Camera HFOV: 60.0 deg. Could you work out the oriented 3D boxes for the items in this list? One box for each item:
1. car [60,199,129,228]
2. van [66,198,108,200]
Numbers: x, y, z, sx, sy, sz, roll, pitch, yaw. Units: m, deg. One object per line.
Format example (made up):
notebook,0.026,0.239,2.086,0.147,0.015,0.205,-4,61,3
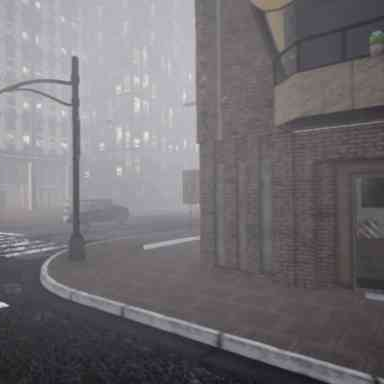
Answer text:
car,-6.348,1.459,22.194,2.128,1.511,4.902,-1,-1,34
van,-7.722,1.349,24.709,1.690,1.788,3.998,-1,-1,36
